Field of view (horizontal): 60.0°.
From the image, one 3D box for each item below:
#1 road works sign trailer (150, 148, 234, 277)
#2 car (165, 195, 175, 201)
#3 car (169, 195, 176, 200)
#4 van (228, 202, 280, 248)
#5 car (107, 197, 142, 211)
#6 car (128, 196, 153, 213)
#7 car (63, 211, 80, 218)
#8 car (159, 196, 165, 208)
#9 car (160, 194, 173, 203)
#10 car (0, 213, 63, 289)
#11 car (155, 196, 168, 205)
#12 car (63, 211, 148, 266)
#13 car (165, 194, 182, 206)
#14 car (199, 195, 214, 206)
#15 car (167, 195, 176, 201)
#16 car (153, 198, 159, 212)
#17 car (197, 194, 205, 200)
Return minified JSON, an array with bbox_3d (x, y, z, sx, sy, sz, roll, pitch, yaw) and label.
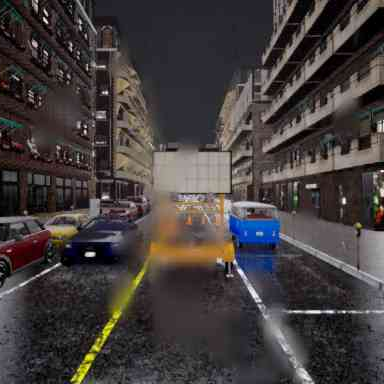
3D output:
[{"bbox_3d":[0.000,0.466,10.229,2.380,3.560,2.880,0,0,0],"label":"road works sign trailer"},{"bbox_3d":[-5.356,1.552,80.991,2.008,1.369,4.403,1,0,0],"label":"car"},{"bbox_3d":[-5.363,1.582,92.089,1.802,1.307,4.206,1,0,0],"label":"car"},{"bbox_3d":[2.566,1.343,14.427,1.690,1.788,3.998,1,0,0],"label":"van"},{"bbox_3d":[-5.322,1.443,25.501,1.967,1.590,4.097,1,0,0],"label":"car"},{"bbox_3d":[-5.324,1.319,31.050,2.192,1.841,5.009,1,0,0],"label":"car"},{"bbox_3d":[-5.316,1.527,14.233,1.752,1.417,4.829,1,0,0],"label":"car"},{"bbox_3d":[-5.337,1.586,47.697,1.802,1.307,4.206,1,0,0],"label":"car"},{"bbox_3d":[-5.347,1.318,69.893,2.192,1.841,5.009,1,0,0],"label":"car"},{"bbox_3d":[-5.312,1.442,8.854,1.967,1.590,4.097,1,0,0],"label":"car"},{"bbox_3d":[-5.343,1.529,58.625,1.752,1.417,4.829,1,0,0],"label":"car"},{"bbox_3d":[-2.857,1.566,11.344,1.994,1.385,4.181,0,0,0],"label":"car"},{"bbox_3d":[-2.784,1.356,53.724,2.097,1.767,4.553,0,0,0],"label":"car"},{"bbox_3d":[2.542,1.444,53.271,1.967,1.590,4.097,1,0,0],"label":"car"},{"bbox_3d":[-5.360,1.567,86.540,1.947,1.339,4.313,1,0,0],"label":"car"},{"bbox_3d":[-5.327,1.319,36.599,2.192,1.841,5.009,1,0,0],"label":"car"},{"bbox_3d":[2.519,1.440,92.115,1.967,1.590,4.097,1,0,0],"label":"car"}]
